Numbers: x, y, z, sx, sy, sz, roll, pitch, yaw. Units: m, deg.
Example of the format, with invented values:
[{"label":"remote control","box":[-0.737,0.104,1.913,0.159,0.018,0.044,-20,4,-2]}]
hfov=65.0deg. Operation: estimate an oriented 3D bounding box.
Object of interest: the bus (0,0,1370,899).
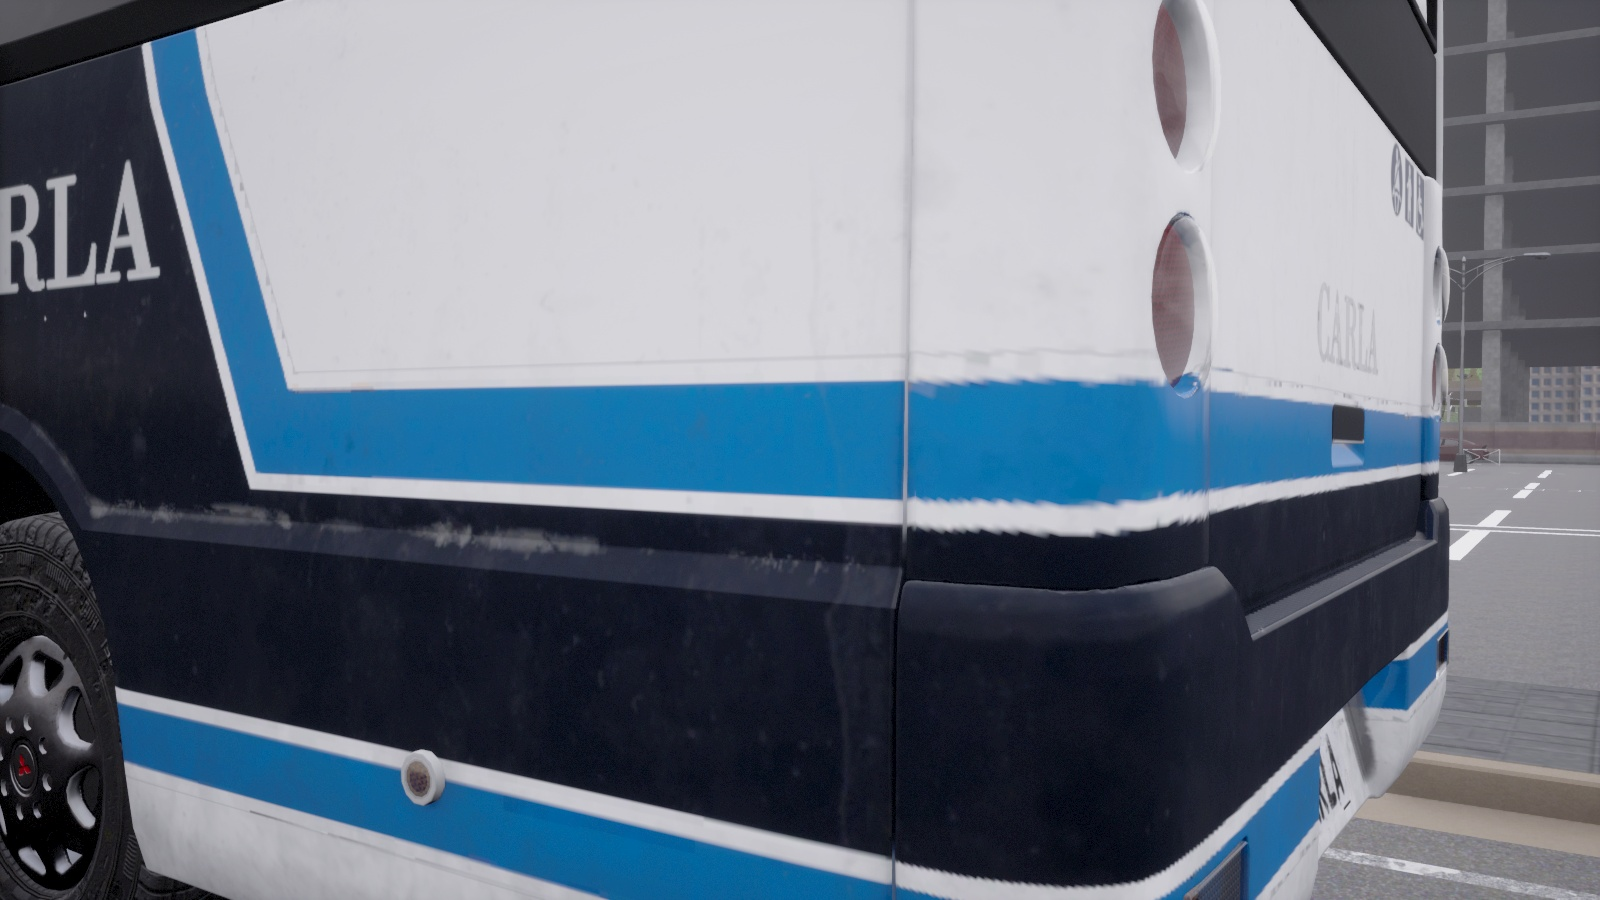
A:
[{"label":"bus","box":[-3.296,-0.694,5.768,10.273,4.253,3.944,0,1,33]}]

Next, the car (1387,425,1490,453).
[{"label":"car","box":[35.835,-0.633,70.471,5.008,1.535,1.882,0,1,32]}]

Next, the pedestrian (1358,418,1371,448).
[{"label":"pedestrian","box":[35.783,-1.078,79.600,0.706,1.836,0.354,0,1,24]}]
